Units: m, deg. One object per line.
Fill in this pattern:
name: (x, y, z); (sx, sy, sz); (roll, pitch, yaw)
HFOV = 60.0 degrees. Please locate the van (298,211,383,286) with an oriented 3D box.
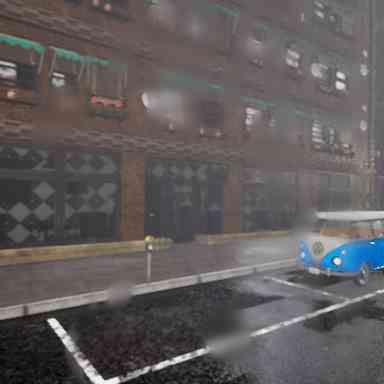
van: (4.735, 1.444, 9.428); (3.998, 1.788, 1.690); (1, 0, -36)
